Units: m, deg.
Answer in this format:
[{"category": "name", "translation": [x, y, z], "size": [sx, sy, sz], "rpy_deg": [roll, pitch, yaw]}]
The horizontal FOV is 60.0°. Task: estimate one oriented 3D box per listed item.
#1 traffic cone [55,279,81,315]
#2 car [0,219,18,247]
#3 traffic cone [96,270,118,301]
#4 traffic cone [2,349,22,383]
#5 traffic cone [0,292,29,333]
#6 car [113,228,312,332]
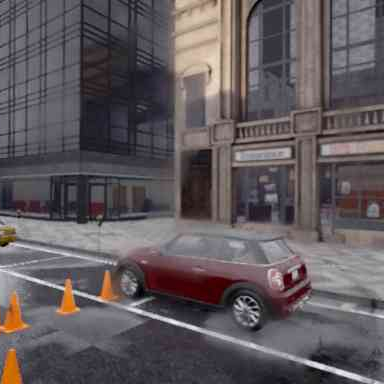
[{"category": "traffic cone", "translation": [-2.341, 1.950, 6.289], "size": [0.340, 0.580, 0.340], "rpy_deg": [0, 0, 36]}, {"category": "car", "translation": [-8.988, 1.477, 13.632], "size": [4.829, 1.417, 1.752], "rpy_deg": [0, 0, 36]}, {"category": "traffic cone", "translation": [-1.802, 1.956, 7.062], "size": [0.340, 0.580, 0.340], "rpy_deg": [0, 0, 38]}, {"category": "traffic cone", "translation": [-1.896, 1.949, 3.496], "size": [0.340, 0.580, 0.340], "rpy_deg": [0, 0, 36]}, {"category": "traffic cone", "translation": [-2.928, 1.944, 5.479], "size": [0.340, 0.580, 0.340], "rpy_deg": [0, 0, 36]}, {"category": "car", "translation": [0.222, 1.458, 6.956], "size": [4.097, 1.590, 1.967], "rpy_deg": [0, 0, 36]}]
